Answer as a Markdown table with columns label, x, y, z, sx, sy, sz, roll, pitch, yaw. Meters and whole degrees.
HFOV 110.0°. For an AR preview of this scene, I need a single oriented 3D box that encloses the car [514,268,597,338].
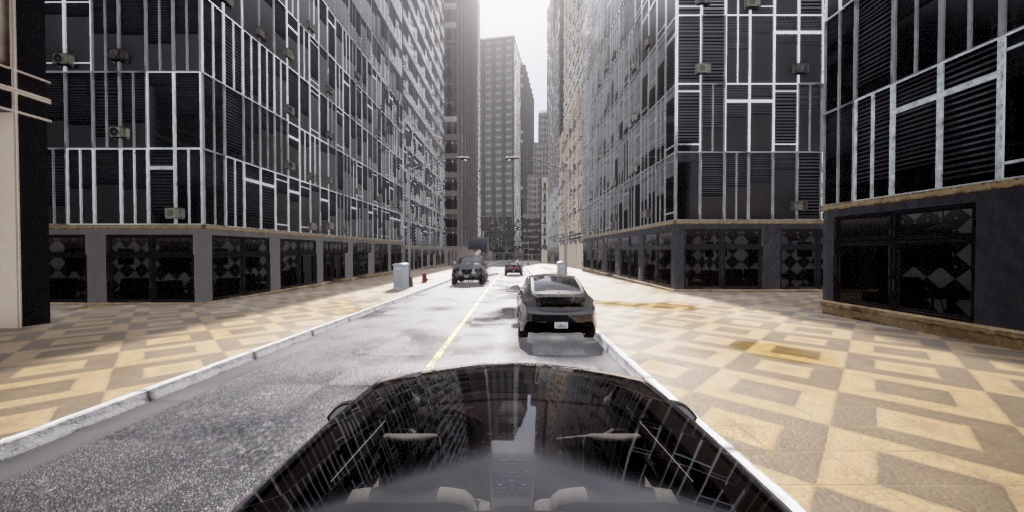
| label | x | y | z | sx | sy | sz | roll | pitch | yaw |
| --- | --- | --- | --- | --- | --- | --- | --- | --- | --- |
| car | 1.073 | 1.255 | 10.183 | 1.837 | 1.490 | 4.892 | 0 | 0 | 0 |

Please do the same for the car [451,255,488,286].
| label | x | y | z | sx | sy | sz | roll | pitch | yaw |
| --- | --- | --- | --- | --- | --- | --- | --- | --- | --- |
| car | -2.933 | 0.973 | 25.947 | 2.150 | 2.045 | 5.566 | 0 | 0 | 0 |

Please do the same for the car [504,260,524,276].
| label | x | y | z | sx | sy | sz | roll | pitch | yaw |
| --- | --- | --- | --- | --- | --- | --- | --- | --- | --- |
| car | 0.172 | 1.263 | 37.860 | 1.837 | 1.490 | 4.892 | 0 | 0 | 0 |
